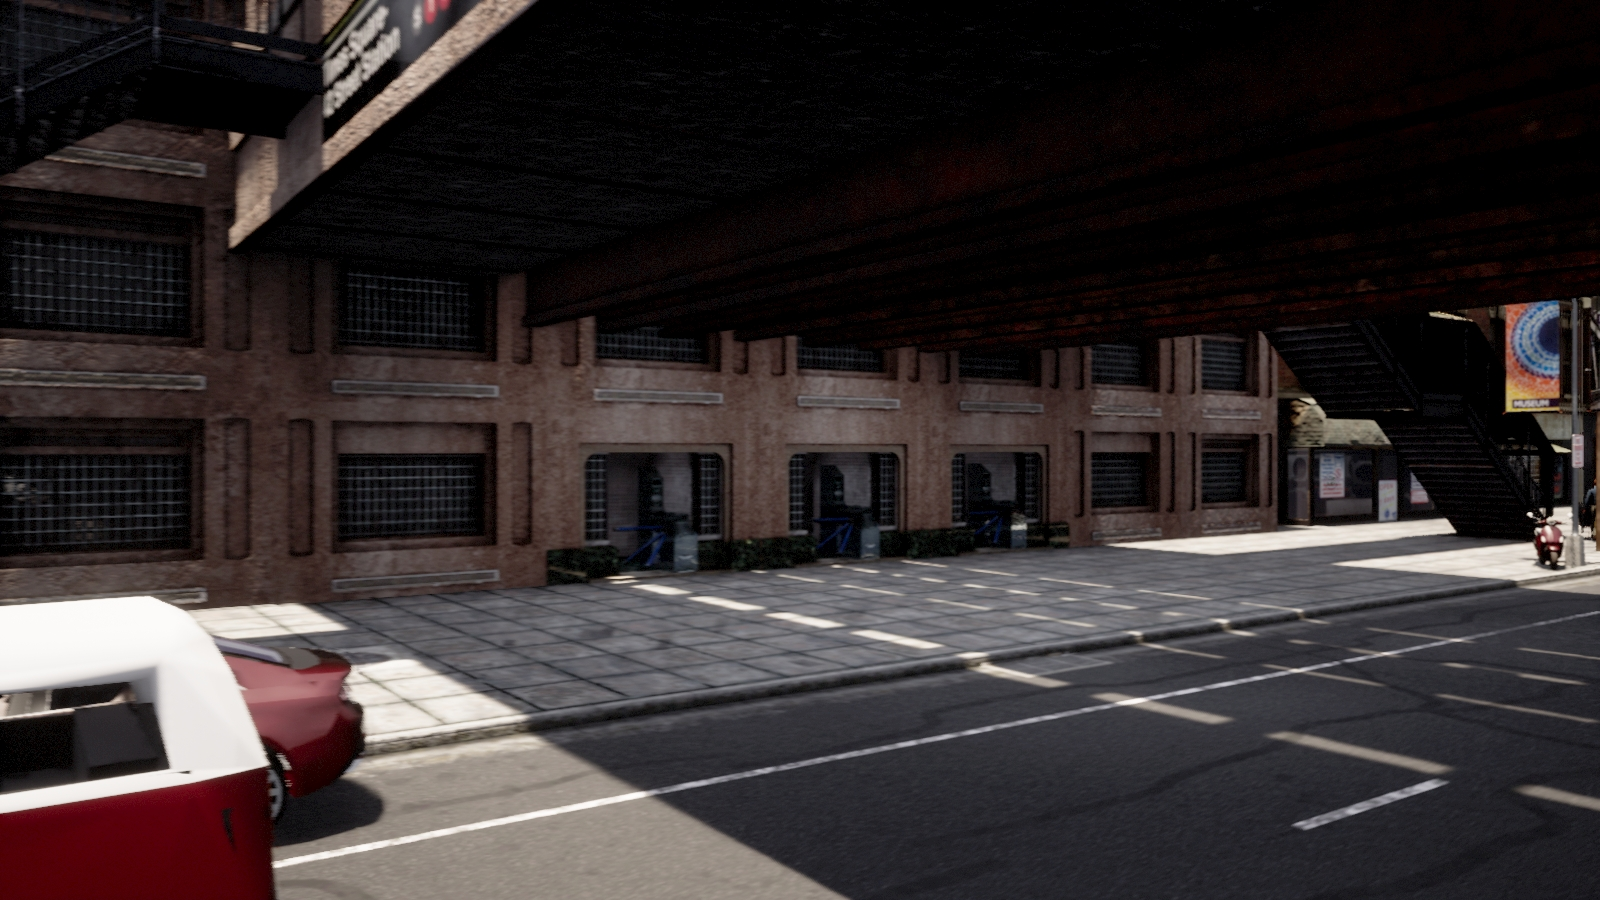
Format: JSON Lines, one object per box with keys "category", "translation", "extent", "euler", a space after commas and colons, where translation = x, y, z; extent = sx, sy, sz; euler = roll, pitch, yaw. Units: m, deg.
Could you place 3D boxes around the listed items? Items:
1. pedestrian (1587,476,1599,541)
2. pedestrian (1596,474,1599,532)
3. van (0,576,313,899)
{"category": "pedestrian", "translation": [23.137, 1.696, 33.212], "extent": [0.375, 1.860, 0.375], "euler": [0, 0, 39]}
{"category": "pedestrian", "translation": [25.865, 1.696, 36.790], "extent": [0.375, 1.860, 0.375], "euler": [0, 0, 39]}
{"category": "van", "translation": [-4.656, 1.782, 4.790], "extent": [4.480, 2.038, 2.069], "euler": [0, 0, -35]}
